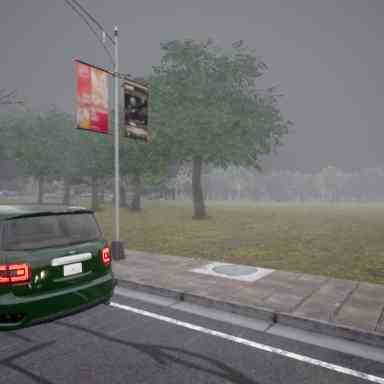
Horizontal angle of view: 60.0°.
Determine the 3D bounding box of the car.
[{"bbox_3d":[-3.918,1.235,6.436,5.566,2.045,2.150,0,0,36],"label":"car"}]
